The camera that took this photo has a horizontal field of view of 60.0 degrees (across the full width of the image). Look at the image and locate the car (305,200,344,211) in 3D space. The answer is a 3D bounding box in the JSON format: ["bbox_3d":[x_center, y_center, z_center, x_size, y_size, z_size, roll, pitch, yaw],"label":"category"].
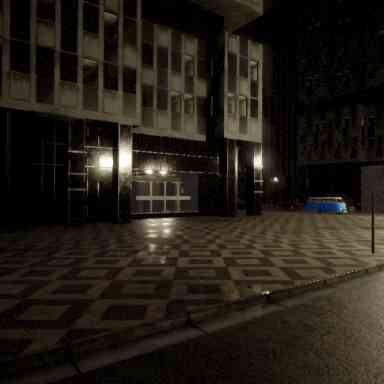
[{"bbox_3d":[17.397,1.749,43.732,2.008,1.369,4.403,0,0,-36],"label":"car"}]

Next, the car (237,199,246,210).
[{"bbox_3d":[7.182,1.706,43.362,1.887,1.381,4.507,0,0,-36],"label":"car"}]

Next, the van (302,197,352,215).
[{"bbox_3d":[13.753,1.425,34.173,1.690,1.788,3.998,0,0,-36],"label":"van"}]

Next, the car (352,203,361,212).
[{"bbox_3d":[20.683,1.725,39.137,1.947,1.339,4.313,0,0,-36],"label":"car"}]

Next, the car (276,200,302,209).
[{"bbox_3d":[14.112,1.818,48.327,1.802,1.307,4.206,0,0,-36],"label":"car"}]

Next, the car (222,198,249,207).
[{"bbox_3d":[7.442,1.839,57.655,1.752,1.417,4.829,0,0,-36],"label":"car"}]
